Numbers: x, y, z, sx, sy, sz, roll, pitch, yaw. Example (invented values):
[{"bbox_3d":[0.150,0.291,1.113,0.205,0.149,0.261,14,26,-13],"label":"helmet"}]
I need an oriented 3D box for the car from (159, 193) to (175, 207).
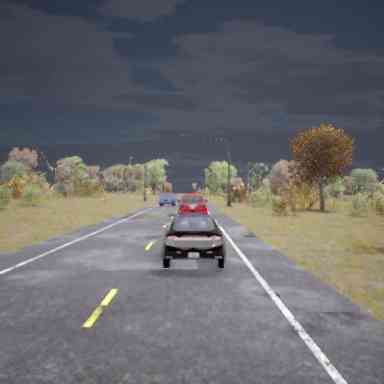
[{"bbox_3d":[-3.587,1.114,48.629,2.150,2.045,5.566,0,0,0],"label":"car"}]

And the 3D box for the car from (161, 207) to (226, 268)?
[{"bbox_3d":[0.062,1.461,11.205,2.128,1.511,4.902,0,0,0],"label":"car"}]

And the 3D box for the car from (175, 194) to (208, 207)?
[{"bbox_3d":[0.062,1.160,25.953,2.150,2.045,5.566,0,0,0],"label":"car"}]
